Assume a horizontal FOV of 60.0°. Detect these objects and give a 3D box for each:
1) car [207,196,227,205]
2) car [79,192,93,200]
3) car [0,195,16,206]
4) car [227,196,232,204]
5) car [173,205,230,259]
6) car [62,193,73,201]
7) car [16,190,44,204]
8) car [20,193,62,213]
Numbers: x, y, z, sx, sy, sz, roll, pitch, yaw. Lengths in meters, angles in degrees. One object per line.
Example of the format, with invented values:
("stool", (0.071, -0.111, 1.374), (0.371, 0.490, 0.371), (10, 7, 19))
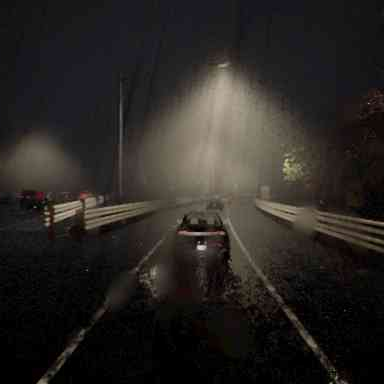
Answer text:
("car", (2.917, 1.531, 41.346), (1.994, 1.385, 4.181), (0, 0, 8))
("car", (-19.810, 0.750, 62.236), (2.097, 1.767, 4.553), (0, 0, -10))
("car", (-23.538, 1.046, 43.377), (2.033, 1.411, 5.357), (0, 0, -10))
("car", (6.524, 1.415, 63.355), (1.882, 1.535, 5.008), (0, 0, 12))
("car", (0.389, 1.478, 12.502), (2.128, 1.511, 4.902), (0, 0, 2))
("car", (-23.339, 0.882, 61.544), (2.128, 1.511, 4.902), (0, 0, -10))
("car", (-19.659, 0.754, 41.603), (2.150, 2.045, 5.566), (0, 0, -10))
("car", (-14.377, 1.123, 31.988), (2.128, 1.511, 4.902), (0, 0, -10))
